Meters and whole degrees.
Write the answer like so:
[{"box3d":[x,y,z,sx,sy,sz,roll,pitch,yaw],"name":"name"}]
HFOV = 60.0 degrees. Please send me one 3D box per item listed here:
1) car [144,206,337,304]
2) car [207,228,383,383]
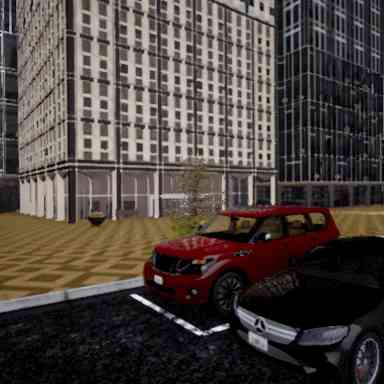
[{"box3d":[1.430,1.279,7.587,5.009,1.841,2.192,0,0,-35],"name":"car"},{"box3d":[2.684,1.492,5.279,4.674,1.442,1.812,0,0,-35],"name":"car"}]
